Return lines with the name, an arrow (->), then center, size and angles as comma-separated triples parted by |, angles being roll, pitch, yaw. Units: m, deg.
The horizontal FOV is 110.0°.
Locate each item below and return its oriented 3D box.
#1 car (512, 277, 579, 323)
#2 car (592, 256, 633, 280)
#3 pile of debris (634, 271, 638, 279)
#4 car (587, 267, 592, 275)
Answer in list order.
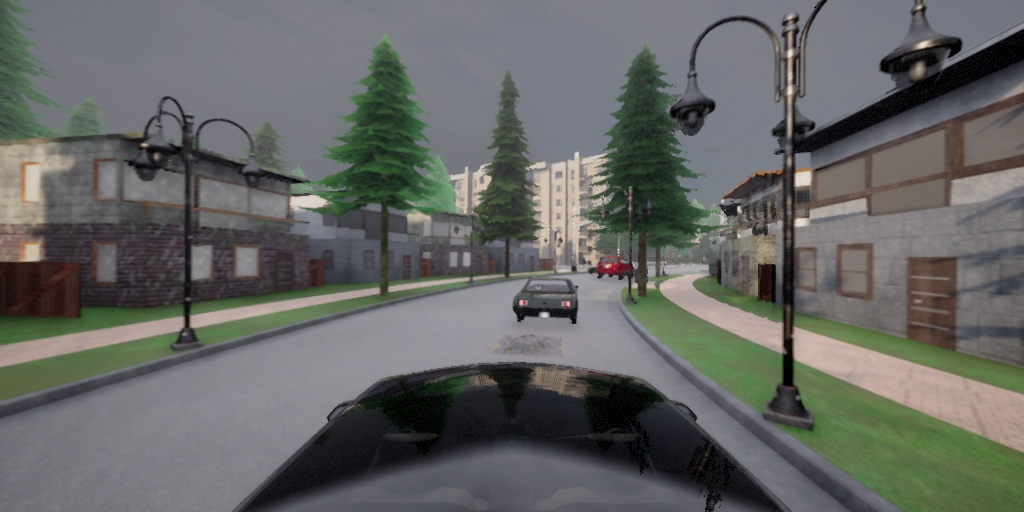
car -> 1.325, 1.371, 12.269 | 1.895, 1.301, 4.718 | 0, 0, 10
car -> 9.592, 1.066, 33.203 | 2.150, 2.045, 5.566 | 0, -1, 31
pile of debris -> 13.432, 2.057, 39.081 | 1.500, 0.140, 1.860 | 0, 0, 38
car -> 10.331, 1.461, 40.785 | 1.895, 1.301, 4.718 | 0, 0, 38
